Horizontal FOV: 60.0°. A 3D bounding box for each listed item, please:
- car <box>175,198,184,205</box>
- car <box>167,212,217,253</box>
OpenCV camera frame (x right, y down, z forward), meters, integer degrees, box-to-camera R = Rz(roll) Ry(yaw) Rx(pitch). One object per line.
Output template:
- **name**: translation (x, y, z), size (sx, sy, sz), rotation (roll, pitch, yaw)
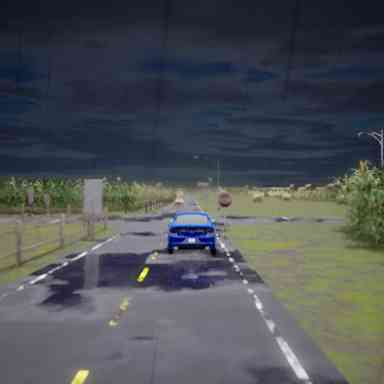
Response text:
- **car**: translation (-2.796, 2.054, 73.728), size (1.882, 1.535, 5.008), rotation (0, 0, 0)
- **car**: translation (0.015, 1.611, 14.476), size (1.882, 1.535, 5.008), rotation (0, 0, 1)
